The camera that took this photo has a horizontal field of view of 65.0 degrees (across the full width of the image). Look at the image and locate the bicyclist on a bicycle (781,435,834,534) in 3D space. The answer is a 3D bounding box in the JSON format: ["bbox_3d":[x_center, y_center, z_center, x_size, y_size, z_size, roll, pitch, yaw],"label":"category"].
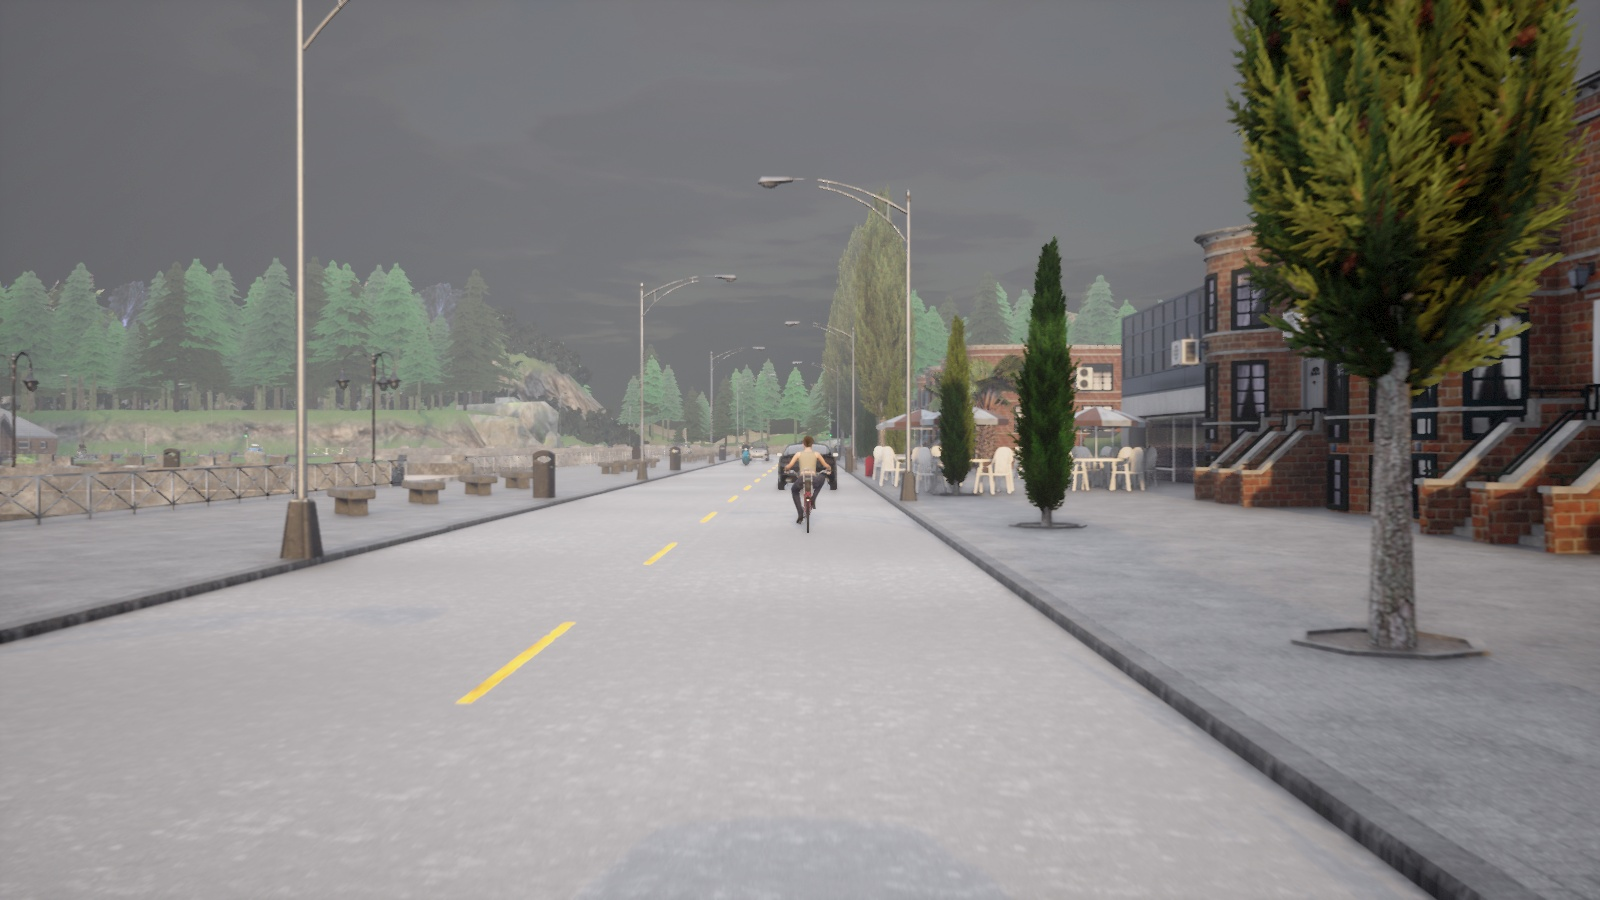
[{"bbox_3d":[0.133,0.563,21.309,0.866,1.612,1.509,0,0,0],"label":"bicyclist on a bicycle"}]

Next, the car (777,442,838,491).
[{"bbox_3d":[0.245,0.490,41.571,1.882,1.535,5.008,0,0,0],"label":"car"}]
